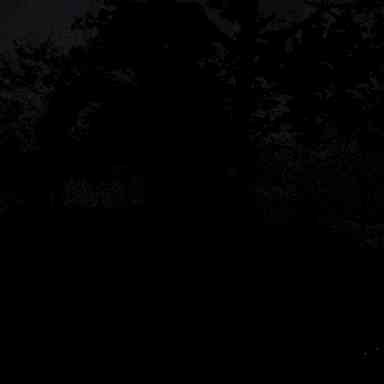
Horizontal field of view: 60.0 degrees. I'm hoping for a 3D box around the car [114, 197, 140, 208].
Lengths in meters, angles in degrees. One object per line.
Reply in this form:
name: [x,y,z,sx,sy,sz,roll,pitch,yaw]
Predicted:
car: [-9.592,1.455,48.558,1.882,1.535,5.008,2,-1,-43]
